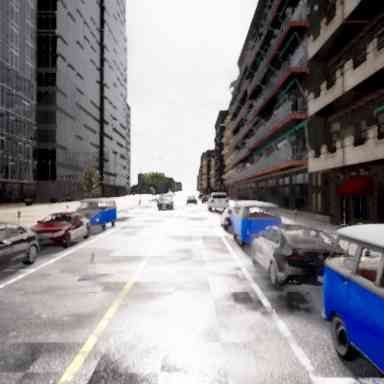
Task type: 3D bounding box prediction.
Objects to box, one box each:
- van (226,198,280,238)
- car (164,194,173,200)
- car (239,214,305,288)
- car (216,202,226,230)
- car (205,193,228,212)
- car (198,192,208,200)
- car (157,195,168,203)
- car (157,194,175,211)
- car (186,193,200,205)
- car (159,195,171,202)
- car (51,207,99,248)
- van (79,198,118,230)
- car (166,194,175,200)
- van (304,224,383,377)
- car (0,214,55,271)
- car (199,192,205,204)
[{"bbox_3d":[2.688,1.310,14.627,1.690,1.788,3.998,1,0,0],"label":"van"},{"bbox_3d":[-5.750,1.295,82.349,2.008,1.369,4.403,1,0,0],"label":"car"},{"bbox_3d":[2.691,1.532,8.982,2.008,1.369,4.403,1,0,0],"label":"car"},{"bbox_3d":[2.681,1.537,20.274,1.802,1.307,4.206,1,0,0],"label":"car"},{"bbox_3d":[2.968,1.130,38.159,2.150,2.045,5.566,0,0,0],"label":"car"},{"bbox_3d":[2.634,1.060,82.384,2.192,1.841,5.009,1,0,0],"label":"car"},{"bbox_3d":[-5.736,1.337,65.240,1.752,1.417,4.829,1,0,0],"label":"car"},{"bbox_3d":[-3.124,1.389,40.078,2.128,1.511,4.902,0,0,0],"label":"car"},{"bbox_3d":[-0.023,1.393,55.911,2.033,1.411,5.357,0,0,1],"label":"car"},{"bbox_3d":[-5.741,1.341,71.057,2.008,1.369,4.403,1,0,0],"label":"car"},{"bbox_3d":[-5.695,1.550,14.596,1.802,1.307,4.206,1,0,0],"label":"car"},{"bbox_3d":[-5.697,1.295,20.242,1.690,1.788,3.998,1,0,0],"label":"van"},{"bbox_3d":[-5.754,1.271,87.996,2.008,1.369,4.403,1,0,0],"label":"car"},{"bbox_3d":[2.697,1.334,3.334,1.690,1.788,3.998,1,0,0],"label":"van"},{"bbox_3d":[-5.690,1.531,8.950,2.008,1.369,4.403,1,0,0],"label":"car"},{"bbox_3d":[2.650,1.272,59.801,1.967,1.590,4.097,1,0,0],"label":"car"}]
